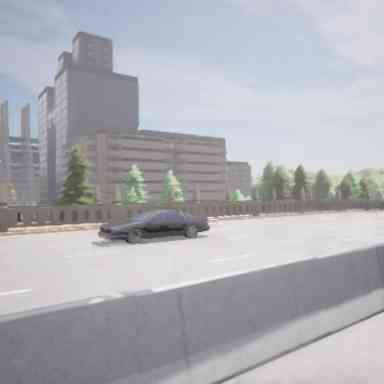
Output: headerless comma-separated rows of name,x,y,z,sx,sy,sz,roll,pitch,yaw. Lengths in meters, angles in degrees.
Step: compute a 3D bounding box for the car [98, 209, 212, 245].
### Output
car,-1.599,1.542,15.753,5.357,1.411,2.033,0,0,-36
